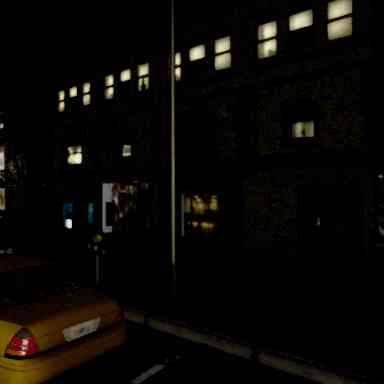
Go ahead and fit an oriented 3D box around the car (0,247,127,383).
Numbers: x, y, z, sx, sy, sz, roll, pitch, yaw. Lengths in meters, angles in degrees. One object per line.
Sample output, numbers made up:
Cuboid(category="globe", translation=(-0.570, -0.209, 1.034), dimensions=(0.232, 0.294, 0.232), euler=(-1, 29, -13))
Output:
Cuboid(category="car", translation=(-3.117, 1.538, 5.174), dimensions=(4.829, 1.417, 1.752), euler=(0, -1, 36))
